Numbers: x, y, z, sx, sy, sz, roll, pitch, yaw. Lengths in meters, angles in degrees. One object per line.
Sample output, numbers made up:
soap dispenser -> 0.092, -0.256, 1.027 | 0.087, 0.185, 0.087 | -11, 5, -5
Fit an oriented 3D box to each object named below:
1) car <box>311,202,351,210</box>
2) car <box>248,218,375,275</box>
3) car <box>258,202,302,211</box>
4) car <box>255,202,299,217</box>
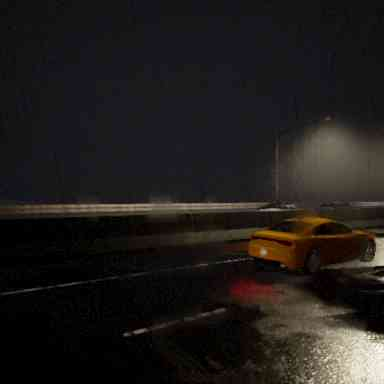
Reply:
car -> 12.470, 1.663, 29.796 | 4.553, 1.767, 2.097 | 1, 0, -34
car -> 4.063, 1.582, 10.905 | 5.008, 1.535, 1.882 | 1, 0, -35
car -> 8.576, 1.884, 31.368 | 4.718, 1.301, 1.895 | 1, 0, -35
car -> 9.271, 1.827, 36.095 | 4.892, 1.490, 1.837 | 1, 0, -34
